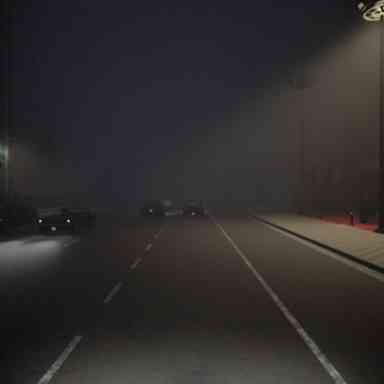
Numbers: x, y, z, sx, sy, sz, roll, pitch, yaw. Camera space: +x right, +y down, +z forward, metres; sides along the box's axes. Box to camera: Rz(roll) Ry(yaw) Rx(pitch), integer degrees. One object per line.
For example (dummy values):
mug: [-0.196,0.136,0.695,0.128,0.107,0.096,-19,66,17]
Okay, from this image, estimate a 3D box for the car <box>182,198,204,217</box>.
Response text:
car: [0.107,1.531,30.253,1.895,1.301,4.718,0,0,0]

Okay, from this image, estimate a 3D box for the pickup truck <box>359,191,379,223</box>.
pickup truck: [13.126,1.005,23.121,2.390,2.098,6.274,0,0,31]

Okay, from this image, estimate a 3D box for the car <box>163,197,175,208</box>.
car: [-3.430,1.422,44.921,1.812,1.442,4.674,0,0,0]

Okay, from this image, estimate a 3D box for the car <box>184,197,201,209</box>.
car: [0.060,1.446,43.750,2.033,1.411,5.357,0,0,0]

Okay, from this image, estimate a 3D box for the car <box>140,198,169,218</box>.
car: [-3.395,1.496,29.615,1.994,1.385,4.181,0,0,0]

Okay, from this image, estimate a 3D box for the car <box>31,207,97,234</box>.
car: [-7.002,1.557,19.096,1.895,1.301,4.718,0,0,0]

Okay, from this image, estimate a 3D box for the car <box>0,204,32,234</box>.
car: [-10.565,1.448,19.091,2.128,1.511,4.902,0,0,0]
